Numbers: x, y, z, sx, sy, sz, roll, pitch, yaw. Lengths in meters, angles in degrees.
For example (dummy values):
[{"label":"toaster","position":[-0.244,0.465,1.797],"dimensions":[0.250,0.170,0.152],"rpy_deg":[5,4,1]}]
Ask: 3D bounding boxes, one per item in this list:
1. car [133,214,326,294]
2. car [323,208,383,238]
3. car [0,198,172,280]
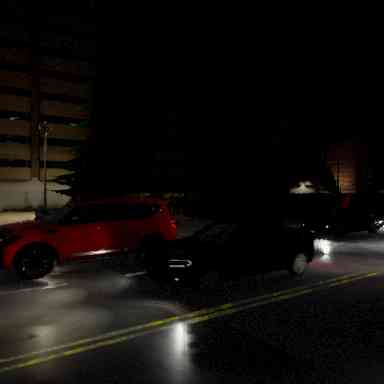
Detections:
[{"label":"car","position":[1.189,1.478,8.960],"dimensions":[5.008,1.535,1.882],"rpy_deg":[0,0,-34]},{"label":"car","position":[8.160,1.547,17.798],"dimensions":[5.357,1.411,2.033],"rpy_deg":[0,0,-34]},{"label":"car","position":[-3.095,1.222,10.304],"dimensions":[5.566,2.045,2.150],"rpy_deg":[0,0,-34]}]
